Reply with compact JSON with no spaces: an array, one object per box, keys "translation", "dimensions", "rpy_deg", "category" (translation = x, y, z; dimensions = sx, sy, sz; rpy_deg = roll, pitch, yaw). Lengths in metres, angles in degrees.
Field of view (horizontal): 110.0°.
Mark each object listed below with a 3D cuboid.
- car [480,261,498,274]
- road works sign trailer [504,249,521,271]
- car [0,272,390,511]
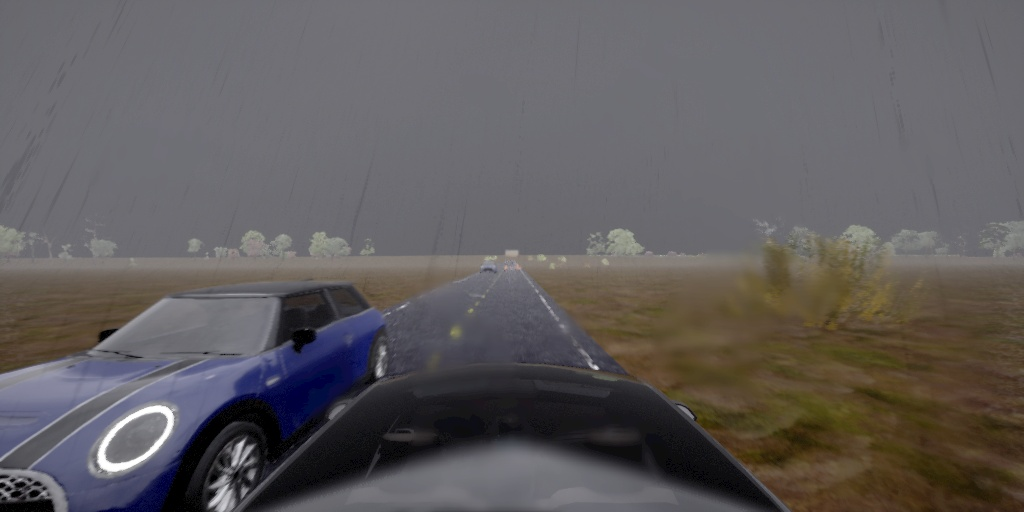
[{"translation":[-3.056,1.435,48.065],"dimensions":[2.097,1.767,4.553],"rpy_deg":[0,0,0],"category":"car"},{"translation":[-0.002,0.622,58.818],"dimensions":[2.380,3.560,2.880],"rpy_deg":[0,0,0],"category":"road works sign trailer"},{"translation":[-3.086,1.121,4.076],"dimensions":[2.097,1.767,4.553],"rpy_deg":[0,0,0],"category":"car"}]
